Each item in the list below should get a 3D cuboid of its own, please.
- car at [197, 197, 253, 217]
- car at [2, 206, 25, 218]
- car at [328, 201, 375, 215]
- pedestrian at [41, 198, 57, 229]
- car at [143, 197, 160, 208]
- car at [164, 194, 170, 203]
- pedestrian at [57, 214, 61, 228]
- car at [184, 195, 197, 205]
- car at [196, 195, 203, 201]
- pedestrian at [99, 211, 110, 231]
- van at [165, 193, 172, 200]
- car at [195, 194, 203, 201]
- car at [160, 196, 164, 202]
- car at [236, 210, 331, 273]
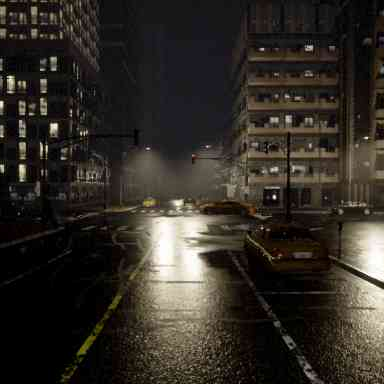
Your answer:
[{"bbox_3d":[3.192,1.477,31.081,5.008,1.535,1.882,0,0,0],"label":"car"},{"bbox_3d":[-16.787,1.491,27.997,4.718,1.301,1.895,0,1,0],"label":"car"},{"bbox_3d":[16.027,1.624,33.599,4.403,1.369,2.008,0,0,0],"label":"car"},{"bbox_3d":[-7.995,1.138,18.580,0.375,1.860,0.375,-1,1,0],"label":"pedestrian"},{"bbox_3d":[-6.115,1.514,48.060,1.752,1.417,4.829,-1,0,0],"label":"car"},{"bbox_3d":[-6.312,1.531,70.847,1.887,1.381,4.507,-1,0,0],"label":"car"},{"bbox_3d":[-8.111,1.518,19.784,0.500,1.100,0.500,-1,1,0],"label":"pedestrian"},{"bbox_3d":[-0.391,1.340,57.497,2.097,1.767,4.553,0,0,-1],"label":"car"},{"bbox_3d":[2.214,1.539,53.957,2.008,1.369,4.403,-1,0,0],"label":"car"},{"bbox_3d":[-4.993,1.289,19.205,0.375,1.860,0.375,-1,1,0],"label":"pedestrian"},{"bbox_3d":[-6.511,1.325,93.465,1.690,1.788,3.998,-1,0,0],"label":"van"},{"bbox_3d":[1.919,1.424,87.883,1.967,1.590,4.097,-1,0,0],"label":"car"},{"bbox_3d":[-6.165,1.554,53.884,1.947,1.339,4.313,-1,0,0],"label":"car"},{"bbox_3d":[2.720,1.522,10.520,1.752,1.417,4.829,-1,0,0],"label":"car"}]
